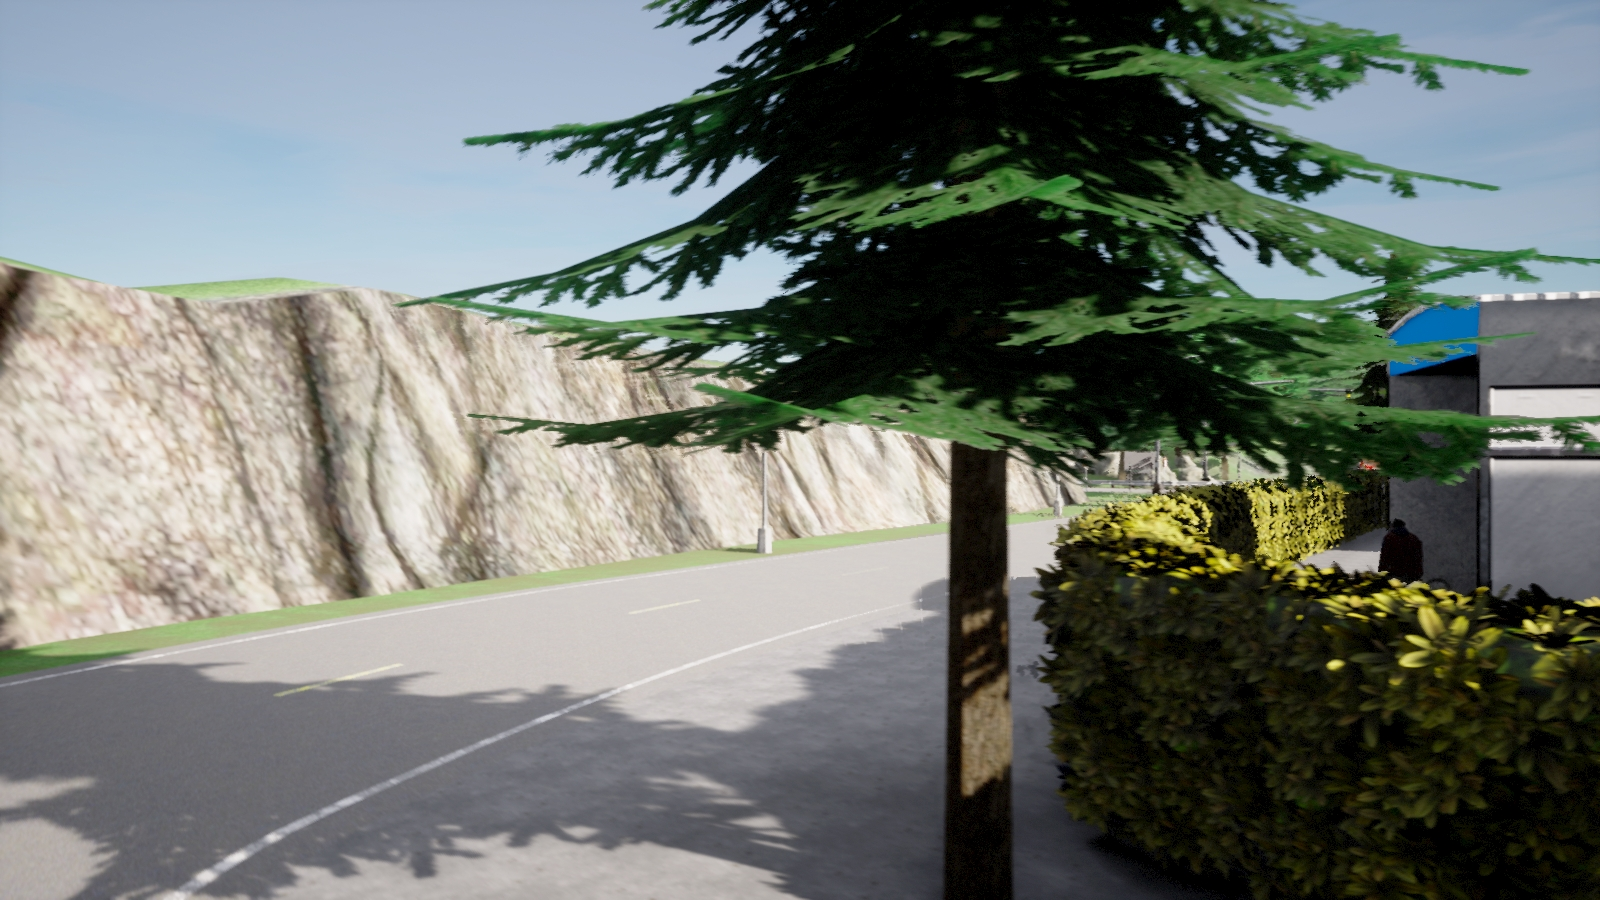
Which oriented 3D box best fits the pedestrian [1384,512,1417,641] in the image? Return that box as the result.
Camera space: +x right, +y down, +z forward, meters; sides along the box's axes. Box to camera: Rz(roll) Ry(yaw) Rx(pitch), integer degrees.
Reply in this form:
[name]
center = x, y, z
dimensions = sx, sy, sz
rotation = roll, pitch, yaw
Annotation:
[pedestrian]
center = 8.937, 1.867, 17.005
dimensions = 0.375, 1.860, 0.375
rotation = 0, 0, 16
